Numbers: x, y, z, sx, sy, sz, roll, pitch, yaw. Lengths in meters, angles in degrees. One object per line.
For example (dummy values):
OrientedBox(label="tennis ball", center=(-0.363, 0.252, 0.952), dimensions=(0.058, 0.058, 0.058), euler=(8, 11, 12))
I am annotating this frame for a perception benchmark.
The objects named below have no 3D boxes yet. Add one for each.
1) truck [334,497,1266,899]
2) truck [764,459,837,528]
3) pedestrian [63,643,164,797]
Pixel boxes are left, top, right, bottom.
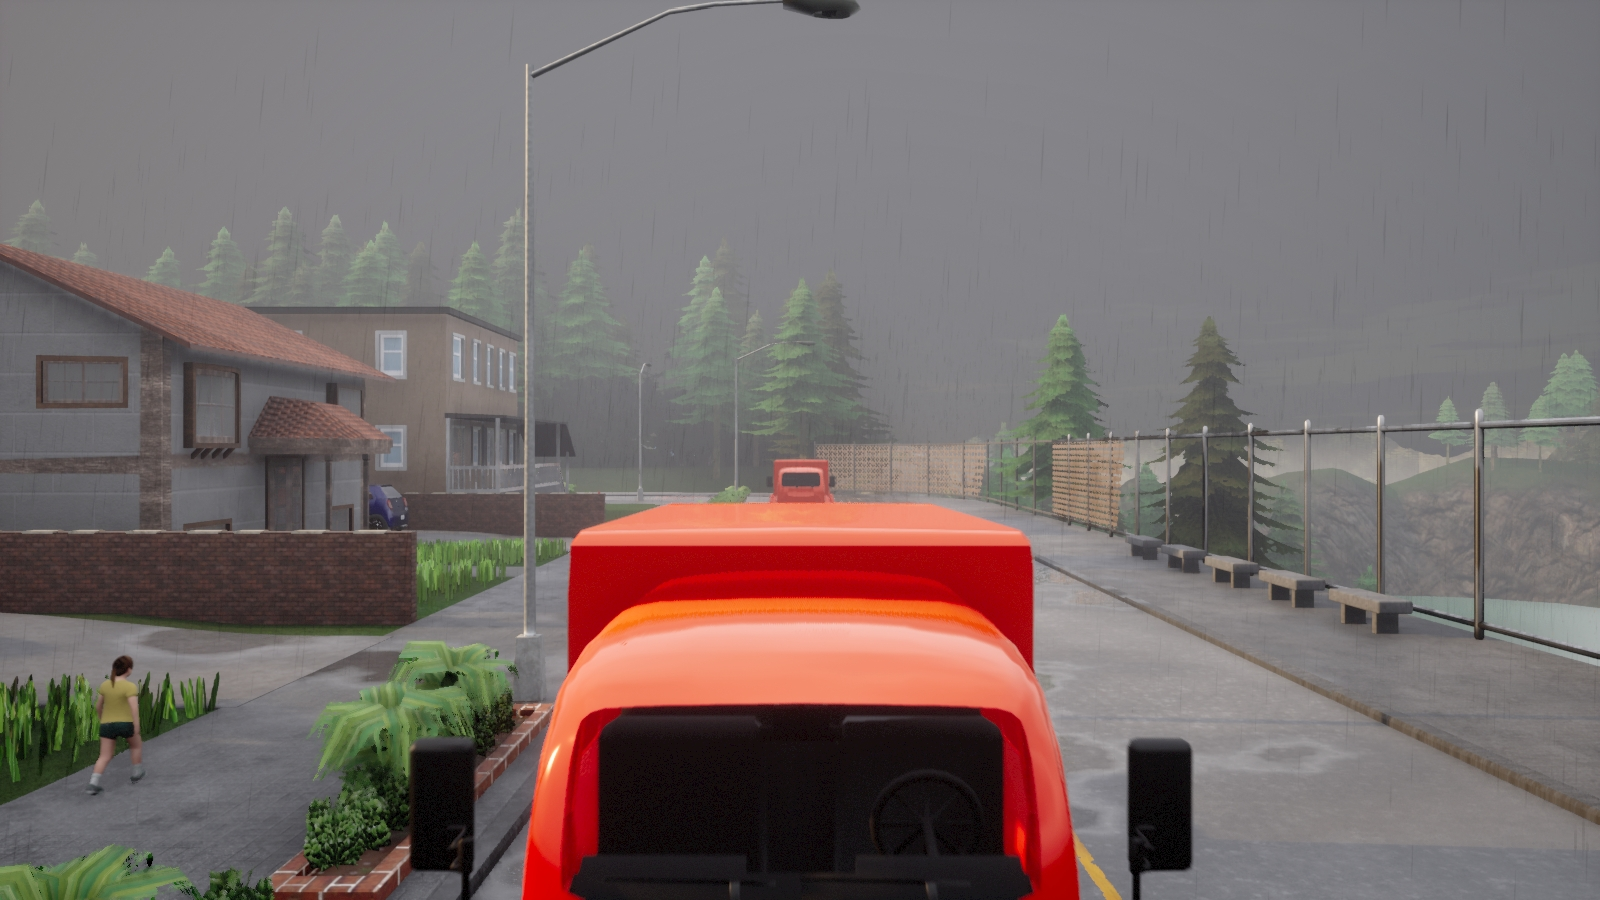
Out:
OrientedBox(label="truck", center=(0.000, 1.573, 5.823), dimensions=(2.627, 2.467, 5.204), euler=(0, 0, 0))
OrientedBox(label="truck", center=(0.049, 1.595, 43.822), dimensions=(2.627, 2.467, 5.204), euler=(0, 0, 1))
OrientedBox(label="pedestrian", center=(-5.448, 2.130, 9.085), dimensions=(0.500, 1.100, 0.500), euler=(0, 0, 3))
